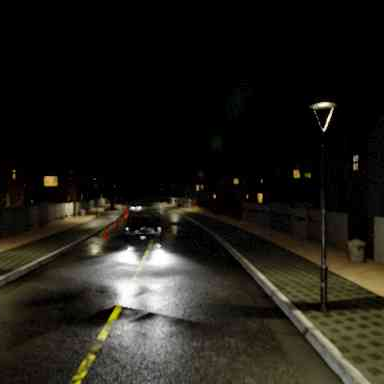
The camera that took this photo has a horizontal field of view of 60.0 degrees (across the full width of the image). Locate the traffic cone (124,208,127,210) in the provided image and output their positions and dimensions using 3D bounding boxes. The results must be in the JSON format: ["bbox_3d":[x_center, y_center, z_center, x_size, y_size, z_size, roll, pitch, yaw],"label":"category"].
[{"bbox_3d":[-7.176,2.327,37.077,0.340,0.580,0.340,0,-1,-10],"label":"traffic cone"}]

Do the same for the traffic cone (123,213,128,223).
[{"bbox_3d":[-5.625,2.225,27.318,0.340,0.580,0.340,0,-1,-8],"label":"traffic cone"}]

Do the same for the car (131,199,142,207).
[{"bbox_3d":[-11.069,2.151,65.842,2.128,1.511,4.902,0,-1,-10],"label":"car"}]

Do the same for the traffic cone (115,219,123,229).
[{"bbox_3d":[-5.029,2.175,22.413,0.340,0.580,0.340,0,-1,-6],"label":"traffic cone"}]

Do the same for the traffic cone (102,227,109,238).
[{"bbox_3d":[-4.554,2.126,17.496,0.340,0.580,0.340,0,-1,-5],"label":"traffic cone"}]

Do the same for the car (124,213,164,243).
[{"bbox_3d":[-2.391,1.764,17.207,1.895,1.301,4.718,0,-1,-5],"label":"car"}]

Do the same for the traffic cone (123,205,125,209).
[{"bbox_3d":[-9.204,2.432,46.748,0.340,0.580,0.340,0,-1,-13],"label":"traffic cone"}]

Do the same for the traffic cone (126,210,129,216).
[{"bbox_3d":[-6.341,2.276,32.207,0.340,0.580,0.340,0,-1,-9],"label":"traffic cone"}]
